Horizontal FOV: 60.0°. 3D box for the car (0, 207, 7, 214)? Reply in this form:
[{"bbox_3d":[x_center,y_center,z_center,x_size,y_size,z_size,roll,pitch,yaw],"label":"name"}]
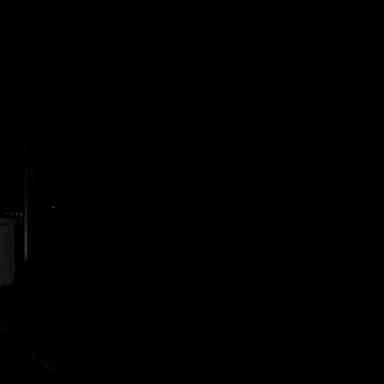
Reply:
[{"bbox_3d":[-18.508,1.581,28.141,1.895,1.301,4.718,0,0,33],"label":"car"}]

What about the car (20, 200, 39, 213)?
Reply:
[{"bbox_3d":[-16.884,1.541,37.185,1.994,1.385,4.181,0,0,32],"label":"car"}]

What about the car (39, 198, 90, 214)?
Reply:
[{"bbox_3d":[-13.450,1.458,36.058,1.882,1.535,5.008,0,0,33],"label":"car"}]

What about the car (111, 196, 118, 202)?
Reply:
[{"bbox_3d":[-10.482,1.329,47.188,2.097,1.767,4.553,0,0,33],"label":"car"}]
